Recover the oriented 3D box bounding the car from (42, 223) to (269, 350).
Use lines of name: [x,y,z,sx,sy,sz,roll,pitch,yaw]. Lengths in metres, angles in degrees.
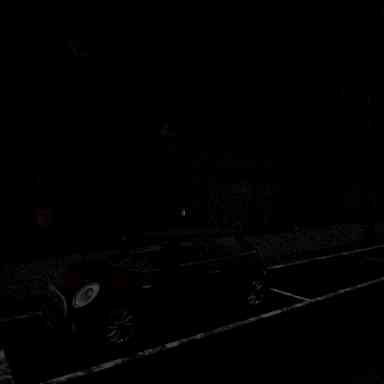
car: [-0.530,1.440,6.154,4.097,1.590,1.967,0,0,-35]
